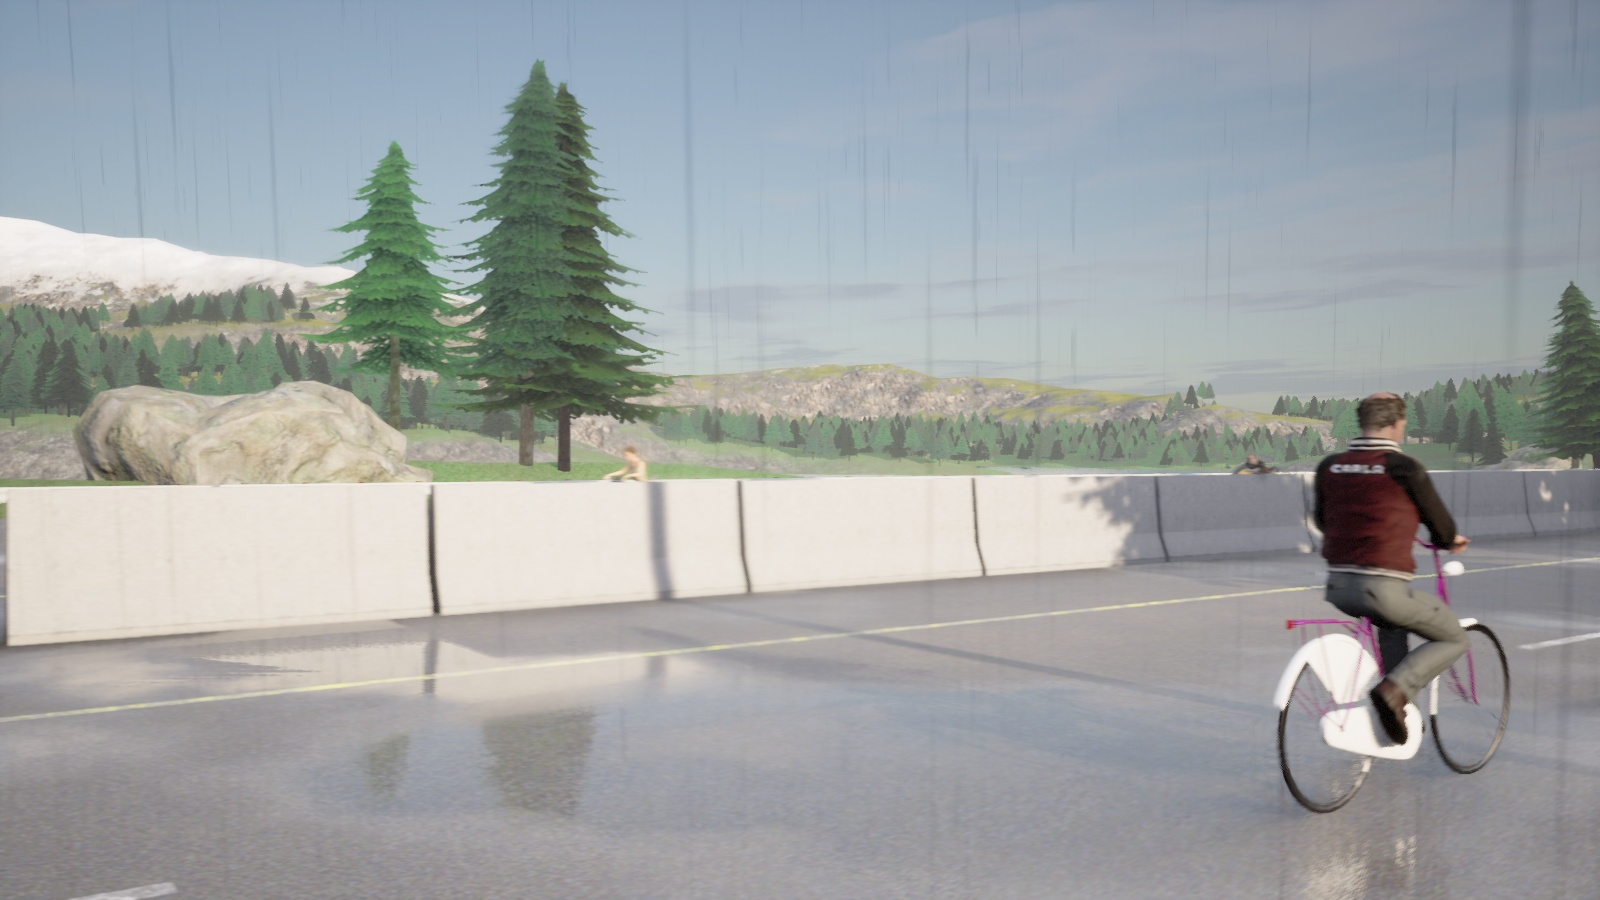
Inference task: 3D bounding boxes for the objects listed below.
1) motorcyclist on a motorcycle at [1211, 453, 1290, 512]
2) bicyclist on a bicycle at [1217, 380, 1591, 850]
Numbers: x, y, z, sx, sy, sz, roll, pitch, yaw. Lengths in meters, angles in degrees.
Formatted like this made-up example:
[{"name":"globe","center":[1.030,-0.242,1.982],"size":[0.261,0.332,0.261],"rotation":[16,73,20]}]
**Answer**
[{"name":"motorcyclist on a motorcycle","center":[11.946,0.836,33.292],"size":[2.191,1.530,0.866],"rotation":[0,0,-35]},{"name":"bicyclist on a bicycle","center":[2.705,0.623,5.542],"size":[1.843,1.776,0.659],"rotation":[0,0,-35]}]
